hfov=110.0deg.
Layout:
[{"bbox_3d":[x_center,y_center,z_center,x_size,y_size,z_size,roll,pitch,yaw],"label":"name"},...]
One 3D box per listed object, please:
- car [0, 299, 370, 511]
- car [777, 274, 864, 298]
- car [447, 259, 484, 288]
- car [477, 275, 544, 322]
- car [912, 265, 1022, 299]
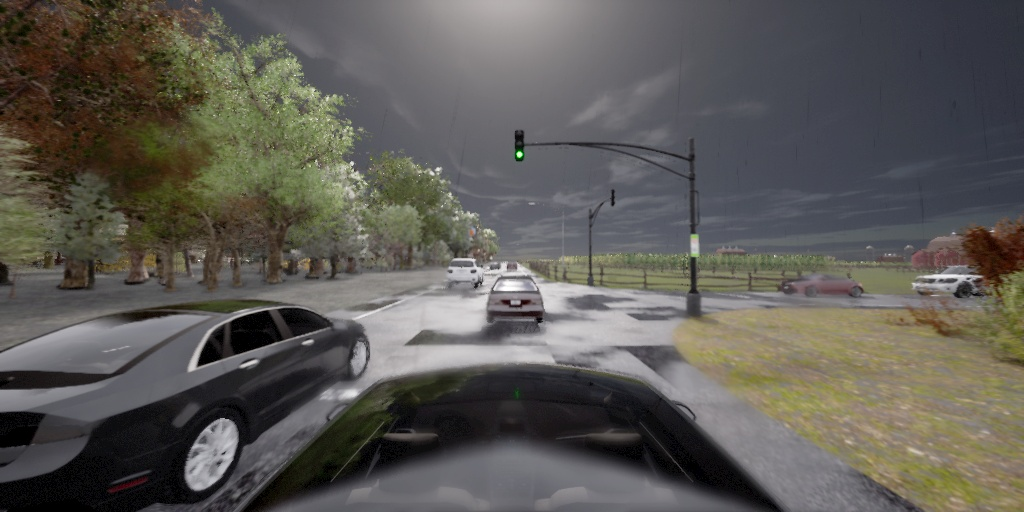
[{"bbox_3d":[-3.398,1.283,4.394,1.837,1.490,4.892,0,-1,0],"label":"car"},{"bbox_3d":[18.841,1.779,22.011,4.181,1.385,1.994,1,-2,0],"label":"car"},{"bbox_3d":[-3.398,1.230,26.842,2.150,2.045,5.566,0,-1,0],"label":"car"},{"bbox_3d":[0.102,1.413,12.845,2.033,1.411,5.357,0,-1,0],"label":"car"},{"bbox_3d":[28.159,1.538,21.976,5.566,2.045,2.150,1,-2,0],"label":"car"}]
